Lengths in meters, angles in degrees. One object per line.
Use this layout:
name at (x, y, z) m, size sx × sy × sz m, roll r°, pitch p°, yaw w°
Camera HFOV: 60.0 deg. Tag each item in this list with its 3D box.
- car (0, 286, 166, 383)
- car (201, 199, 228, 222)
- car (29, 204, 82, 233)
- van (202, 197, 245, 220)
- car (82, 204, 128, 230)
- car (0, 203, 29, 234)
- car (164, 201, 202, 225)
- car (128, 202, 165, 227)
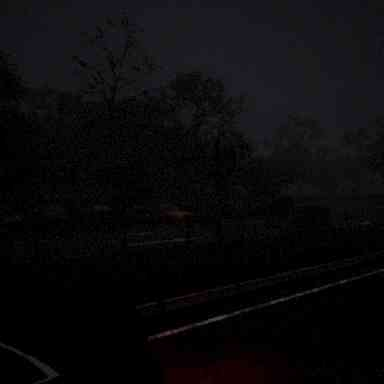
car at (-2.492, 1.507, 1.908) m, size 4.892 × 1.490 × 1.837 m, roll 0°, pitch 0°, yaw -35°
car at (0.277, 1.619, 26.967) m, size 2.163 × 1.488 × 4.792 m, roll 0°, pitch 0°, yaw -36°
car at (-8.741, 1.539, 20.493) m, size 2.097 × 1.535 × 5.008 m, roll 0°, pitch 0°, yaw -36°
van at (2.619, 1.377, 28.461) m, size 1.878 × 1.987 × 4.442 m, roll 0°, pitch 0°, yaw -36°
car at (-6.477, 1.553, 22.097) m, size 2.231 × 1.521 × 4.892 m, roll 0°, pitch 0°, yaw -36°
car at (-11.014, 1.402, 18.900) m, size 2.185 × 1.767 × 4.553 m, roll 0°, pitch 0°, yaw -36°
car at (-1.858, 1.574, 25.177) m, size 1.946 × 1.575 × 5.366 m, roll 0°, pitch 0°, yaw -36°
car at (-4.240, 1.594, 23.738) m, size 2.163 × 1.488 × 4.792 m, roll 0°, pitch 0°, yaw -36°
